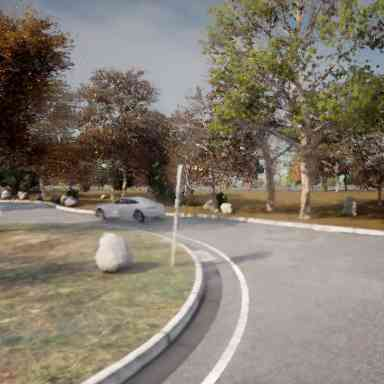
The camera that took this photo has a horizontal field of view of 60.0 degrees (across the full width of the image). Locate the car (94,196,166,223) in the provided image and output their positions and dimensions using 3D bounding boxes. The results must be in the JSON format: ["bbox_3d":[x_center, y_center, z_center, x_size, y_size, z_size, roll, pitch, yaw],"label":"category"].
[{"bbox_3d":[-3.803,0.990,20.291,4.674,1.442,1.812,1,2,26],"label":"car"}]
